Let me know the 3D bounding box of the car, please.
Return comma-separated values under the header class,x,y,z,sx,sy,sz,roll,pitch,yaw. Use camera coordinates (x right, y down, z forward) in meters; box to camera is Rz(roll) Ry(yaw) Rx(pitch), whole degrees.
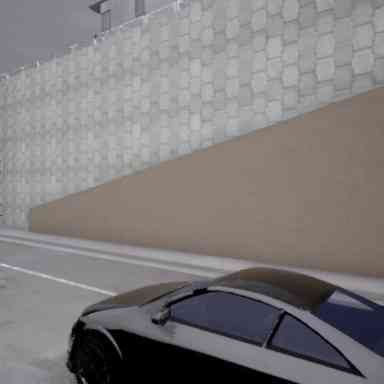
class,x,y,z,sx,sy,sz,roll,pitch,yaw
car,0.528,1.561,3.615,4.181,1.385,1.994,0,0,36
